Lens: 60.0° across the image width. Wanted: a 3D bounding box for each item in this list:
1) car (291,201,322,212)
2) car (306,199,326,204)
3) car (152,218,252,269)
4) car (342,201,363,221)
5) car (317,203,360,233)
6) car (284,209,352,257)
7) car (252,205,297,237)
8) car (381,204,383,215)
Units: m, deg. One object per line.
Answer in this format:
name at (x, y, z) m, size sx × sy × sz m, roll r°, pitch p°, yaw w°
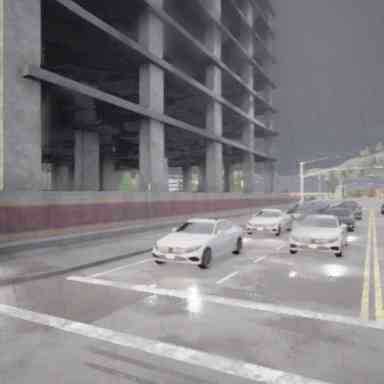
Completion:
car at (9.643, 1.789, 28.996) m, size 2.128 × 1.511 × 4.902 m, roll -1°, pitch -1°, yaw 29°
car at (14.636, 1.848, 38.132) m, size 1.882 × 1.535 × 5.008 m, roll -1°, pitch -1°, yaw 29°
car at (0.446, 1.686, 12.056) m, size 1.812 × 1.442 × 4.674 m, roll -1°, pitch -1°, yaw 28°
car at (14.426, 1.623, 30.467) m, size 2.097 × 1.767 × 4.553 m, roll -1°, pitch -1°, yaw 29°
car at (9.613, 1.705, 21.611) m, size 1.837 × 1.490 × 4.892 m, roll -1°, pitch -1°, yaw 29°
car at (5.360, 1.662, 13.768) m, size 1.812 × 1.442 × 4.674 m, roll -1°, pitch -1°, yaw 29°
car at (4.789, 1.751, 20.060) m, size 1.812 × 1.442 × 4.674 m, roll -1°, pitch -1°, yaw 28°
car at (22.567, 1.839, 37.827) m, size 2.033 × 1.411 × 5.357 m, roll -1°, pitch -1°, yaw 29°
